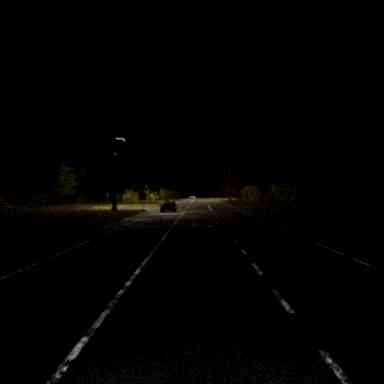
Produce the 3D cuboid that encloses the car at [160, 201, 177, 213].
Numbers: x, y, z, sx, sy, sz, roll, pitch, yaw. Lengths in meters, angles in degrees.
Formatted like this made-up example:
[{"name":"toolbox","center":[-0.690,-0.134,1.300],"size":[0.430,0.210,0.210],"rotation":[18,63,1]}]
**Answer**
[{"name":"car","center":[-2.775,1.753,40.484],"size":[2.033,1.411,5.357],"rotation":[0,0,1]}]
